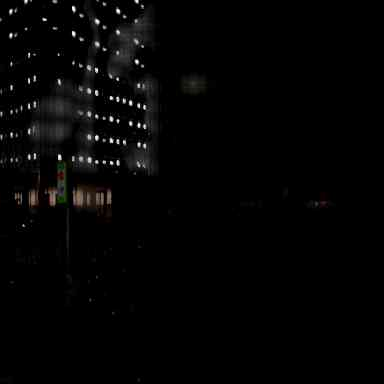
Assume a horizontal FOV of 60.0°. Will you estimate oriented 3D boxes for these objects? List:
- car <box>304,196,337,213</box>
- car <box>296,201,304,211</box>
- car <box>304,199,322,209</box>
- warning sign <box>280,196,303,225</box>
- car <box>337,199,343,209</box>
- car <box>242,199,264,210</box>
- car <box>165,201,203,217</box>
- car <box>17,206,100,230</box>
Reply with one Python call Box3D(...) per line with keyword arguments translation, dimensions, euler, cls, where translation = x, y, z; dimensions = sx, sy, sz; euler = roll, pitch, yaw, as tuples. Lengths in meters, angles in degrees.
Box3D(translation=(16.446, 1.501, 42.214), dimensions=(2.150, 2.045, 5.566), euler=(0, -1, 34), cls="car")
Box3D(translation=(14.161, 1.900, 44.655), dimensions=(1.895, 1.301, 4.718), euler=(0, -1, 33), cls="car")
Box3D(translation=(19.176, 1.879, 52.719), dimensions=(1.812, 1.442, 4.674), euler=(0, 0, 31), cls="car")
Box3D(translation=(6.859, 1.251, 22.931), dimensions=(1.300, 1.860, 1.060), euler=(0, 0, 34), cls="warning sign")
Box3D(translation=(21.954, 1.816, 51.034), dimensions=(1.882, 1.535, 5.008), euler=(0, 0, 31), cls="car")
Box3D(translation=(8.940, 1.809, 48.708), dimensions=(1.882, 1.535, 5.008), euler=(0, -1, 33), cls="car")
Box3D(translation=(-0.757, 1.716, 34.319), dimensions=(2.128, 1.511, 4.902), euler=(0, -1, 34), cls="car")
Box3D(translation=(-8.797, 1.680, 22.537), dimensions=(2.033, 1.411, 5.357), euler=(0, -1, 34), cls="car")
